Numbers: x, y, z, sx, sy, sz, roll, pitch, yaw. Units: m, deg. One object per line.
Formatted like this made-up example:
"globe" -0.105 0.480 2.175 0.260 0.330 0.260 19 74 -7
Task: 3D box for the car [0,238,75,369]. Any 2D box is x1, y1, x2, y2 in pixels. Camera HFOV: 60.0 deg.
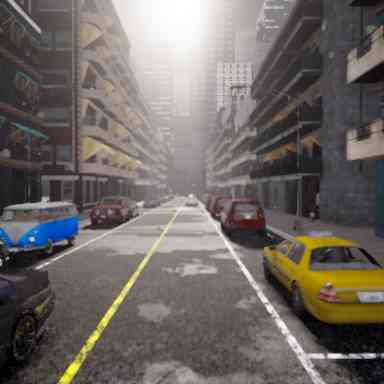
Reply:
"car" -3.075 1.539 3.012 2.033 1.411 5.357 0 0 0

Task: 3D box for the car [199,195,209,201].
"car" 2.657 1.372 74.271 1.947 1.339 4.313 -1 0 0

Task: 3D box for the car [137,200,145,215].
"car" -5.716 1.472 29.481 2.008 1.369 4.403 -1 0 0

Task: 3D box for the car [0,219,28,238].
"car" -5.669 1.531 7.072 2.008 1.369 4.403 -1 0 0

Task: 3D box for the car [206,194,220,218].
"car" 2.668 1.237 29.454 2.192 1.841 5.009 -1 0 0

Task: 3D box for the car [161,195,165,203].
"car" -5.716 1.445 51.889 1.802 1.307 4.206 -1 0 0

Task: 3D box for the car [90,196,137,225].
"car" -5.701 1.251 23.878 2.192 1.841 5.009 -1 0 0

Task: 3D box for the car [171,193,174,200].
"car" -5.723 1.356 74.297 2.008 1.369 4.403 -1 0 0

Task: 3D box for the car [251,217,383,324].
"car" 2.678 1.506 7.217 1.752 1.417 4.829 -1 0 0

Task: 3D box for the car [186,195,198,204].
"car" -0.019 1.327 62.486 2.128 1.511 4.902 0 0 0

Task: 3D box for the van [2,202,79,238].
"van" -5.674 1.307 12.674 1.690 1.788 3.998 -1 0 0

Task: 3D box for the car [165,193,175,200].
"car" -5.730 1.093 85.501 2.192 1.841 5.009 -1 0 0

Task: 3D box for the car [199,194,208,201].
"car" 2.654 1.232 79.873 1.967 1.590 4.097 -1 0 0

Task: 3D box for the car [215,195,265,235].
"car" 2.671 1.266 18.250 2.192 1.841 5.009 -1 0 0

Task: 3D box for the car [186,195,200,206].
"car" -0.016 1.388 52.445 1.812 1.442 4.674 0 0 0

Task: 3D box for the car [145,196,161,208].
"car" -5.714 1.459 46.287 1.802 1.307 4.206 -1 0 0

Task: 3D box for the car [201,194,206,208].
"car" 2.665 1.207 40.658 2.192 1.841 5.009 -1 0 0

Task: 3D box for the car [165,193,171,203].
"car" -5.719 1.385 63.093 2.008 1.369 4.403 -1 0 0
